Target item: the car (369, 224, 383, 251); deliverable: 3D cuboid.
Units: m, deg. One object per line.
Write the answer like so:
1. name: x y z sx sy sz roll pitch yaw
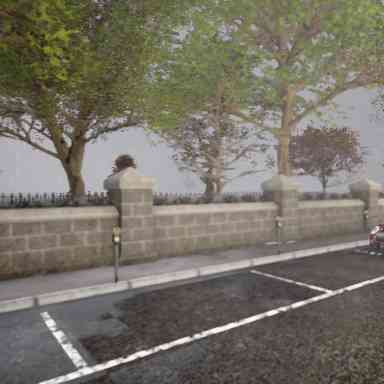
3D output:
1. car: 8.519 1.410 12.646 4.097 1.590 1.967 0 0 -36
